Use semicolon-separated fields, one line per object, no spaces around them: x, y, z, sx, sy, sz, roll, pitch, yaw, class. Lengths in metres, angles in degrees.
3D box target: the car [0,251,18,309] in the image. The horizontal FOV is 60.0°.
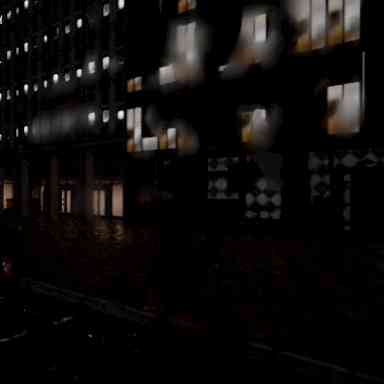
-5.342;1.458;6.667;4.097;1.590;1.967;0;0;35;car
